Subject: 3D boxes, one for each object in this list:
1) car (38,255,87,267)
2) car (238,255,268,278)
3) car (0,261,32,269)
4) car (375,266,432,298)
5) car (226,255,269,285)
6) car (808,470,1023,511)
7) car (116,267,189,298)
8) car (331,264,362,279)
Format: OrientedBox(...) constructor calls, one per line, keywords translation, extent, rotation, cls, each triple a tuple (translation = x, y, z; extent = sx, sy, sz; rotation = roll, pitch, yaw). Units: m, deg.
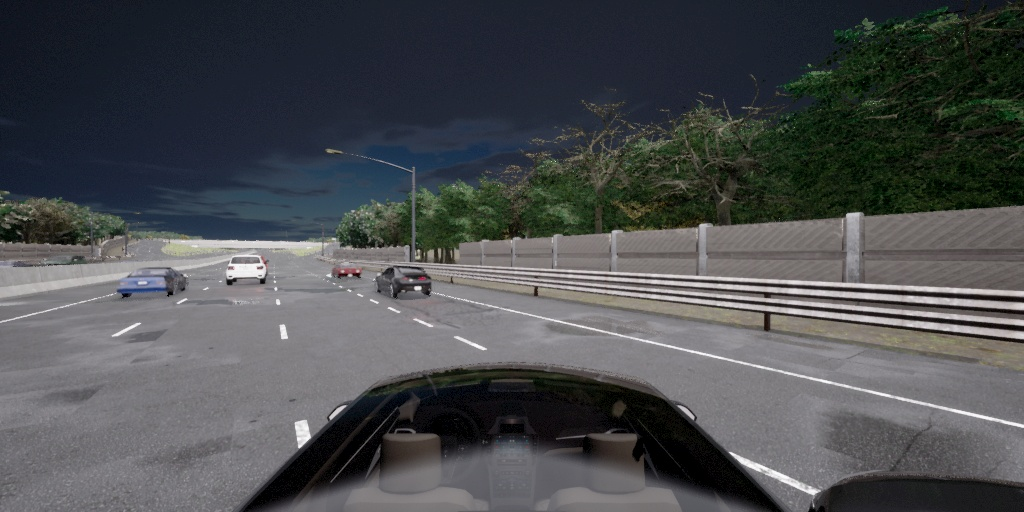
OrientedBox(translation=(-49.534, 0.924, 39.692), extent=(2.150, 2.045, 5.566), rotation=(0, 0, -33), cls="car")
OrientedBox(translation=(-25.263, 0.945, 35.112), extent=(2.150, 2.045, 5.566), rotation=(0, 0, -34), cls="car")
OrientedBox(translation=(-51.814, 1.251, 36.802), extent=(2.033, 1.411, 5.357), rotation=(0, 0, -33), cls="car")
OrientedBox(translation=(-5.696, 1.249, 18.519), extent=(1.837, 1.490, 4.892), rotation=(0, 0, -34), cls="car")
OrientedBox(translation=(-19.273, 0.956, 26.159), extent=(2.150, 2.045, 5.566), rotation=(0, 0, -34), cls="car")
OrientedBox(translation=(2.986, 1.315, 0.409), extent=(4.181, 1.385, 1.994), rotation=(0, 0, 34), cls="car")
OrientedBox(translation=(-18.371, 1.287, 18.535), extent=(2.033, 1.411, 5.357), rotation=(0, 0, -34), cls="car")
OrientedBox(translation=(-15.033, 1.334, 32.399), extent=(1.895, 1.301, 4.718), rotation=(0, 0, -34), cls="car")
